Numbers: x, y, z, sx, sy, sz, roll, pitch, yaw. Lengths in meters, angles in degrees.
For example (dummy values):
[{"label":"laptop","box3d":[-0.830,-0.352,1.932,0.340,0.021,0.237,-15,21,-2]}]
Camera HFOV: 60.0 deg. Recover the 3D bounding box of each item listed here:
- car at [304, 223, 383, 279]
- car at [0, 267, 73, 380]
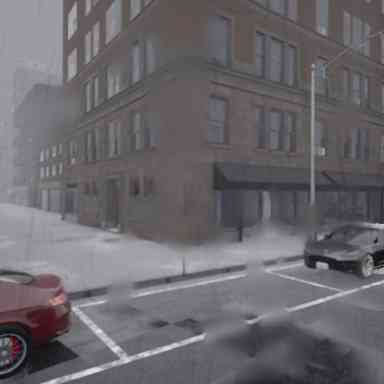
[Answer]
[{"label":"car","box3d":[5.328,1.653,10.323,4.313,1.339,1.947,1,0,-35]},{"label":"car","box3d":[-3.636,1.575,3.944,4.206,1.307,1.802,1,0,-35]}]
